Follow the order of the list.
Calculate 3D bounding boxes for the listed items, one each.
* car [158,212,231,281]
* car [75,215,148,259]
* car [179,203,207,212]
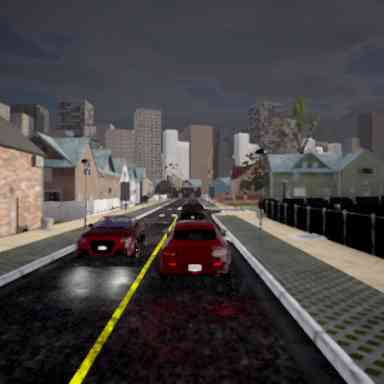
[{"bbox_3d":[0.077,1.541,9.810,1.812,1.442,4.674,0,0,0],"label":"car"},{"bbox_3d":[-2.850,1.584,12.537,1.994,1.385,4.181,0,0,0],"label":"car"},{"bbox_3d":[0.065,1.519,24.553,1.882,1.535,5.008,0,0,0],"label":"car"}]
